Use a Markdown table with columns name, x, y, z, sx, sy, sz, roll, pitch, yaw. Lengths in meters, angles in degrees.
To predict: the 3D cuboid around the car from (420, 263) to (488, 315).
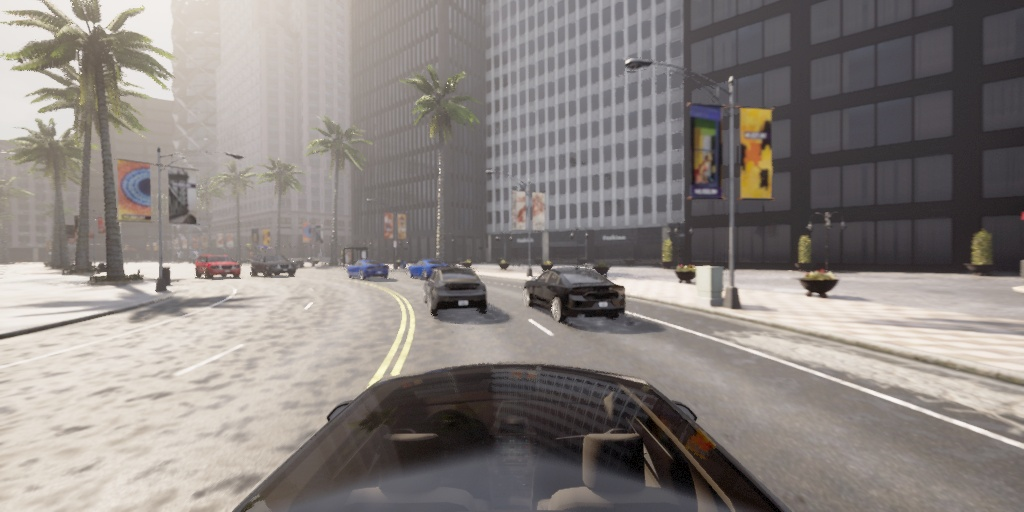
| name | x | y | z | sx | sy | sz | roll | pitch | yaw |
| --- | --- | --- | --- | --- | --- | --- | --- | --- | --- |
| car | -2.207 | 1.167 | 13.221 | 1.837 | 1.490 | 4.892 | 0 | 0 | -17 |

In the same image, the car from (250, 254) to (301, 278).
| name | x | y | z | sx | sy | sz | roll | pitch | yaw |
| --- | --- | --- | --- | --- | --- | --- | --- | --- | --- |
| car | -21.830 | 0.854 | 32.681 | 5.566 | 2.045 | 2.150 | 0 | 1 | 37 |

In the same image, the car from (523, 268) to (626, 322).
| name | x | y | z | sx | sy | sz | roll | pitch | yaw |
| --- | --- | --- | --- | --- | --- | --- | --- | --- | --- |
| car | 1.813 | 1.121 | 11.933 | 1.882 | 1.535 | 5.008 | 0 | 0 | -14 |

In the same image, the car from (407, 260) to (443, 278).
| name | x | y | z | sx | sy | sz | roll | pitch | yaw |
| --- | --- | --- | --- | --- | --- | --- | --- | --- | --- |
| car | -6.614 | 1.036 | 28.272 | 1.882 | 1.535 | 5.008 | -1 | 0 | -38 |

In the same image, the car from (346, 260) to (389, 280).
| name | x | y | z | sx | sy | sz | roll | pitch | yaw |
| --- | --- | --- | --- | --- | --- | --- | --- | --- | --- |
| car | -11.663 | 1.070 | 28.755 | 1.882 | 1.535 | 5.008 | 0 | 0 | -43 |

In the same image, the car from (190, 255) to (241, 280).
| name | x | y | z | sx | sy | sz | roll | pitch | yaw |
| --- | --- | --- | --- | --- | --- | --- | --- | --- | --- |
| car | -25.616 | 0.897 | 31.144 | 5.566 | 2.045 | 2.150 | 0 | 1 | 37 |
